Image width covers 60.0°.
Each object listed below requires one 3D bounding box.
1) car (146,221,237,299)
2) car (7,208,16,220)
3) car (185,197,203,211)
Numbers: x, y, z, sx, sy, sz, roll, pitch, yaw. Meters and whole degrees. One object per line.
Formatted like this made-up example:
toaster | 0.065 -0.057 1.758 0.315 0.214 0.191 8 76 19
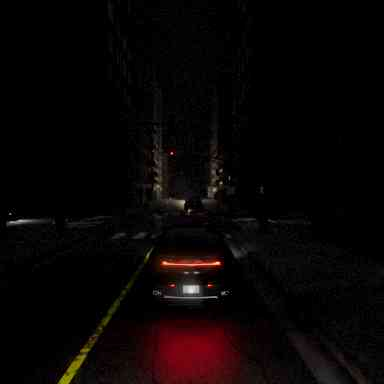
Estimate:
car | -0.016 1.507 8.412 1.837 1.490 4.892 0 0 0
car | -15.166 1.388 24.094 4.181 1.385 1.994 1 0 -1
car | 0.223 1.409 42.063 2.097 1.767 4.553 0 0 -3
